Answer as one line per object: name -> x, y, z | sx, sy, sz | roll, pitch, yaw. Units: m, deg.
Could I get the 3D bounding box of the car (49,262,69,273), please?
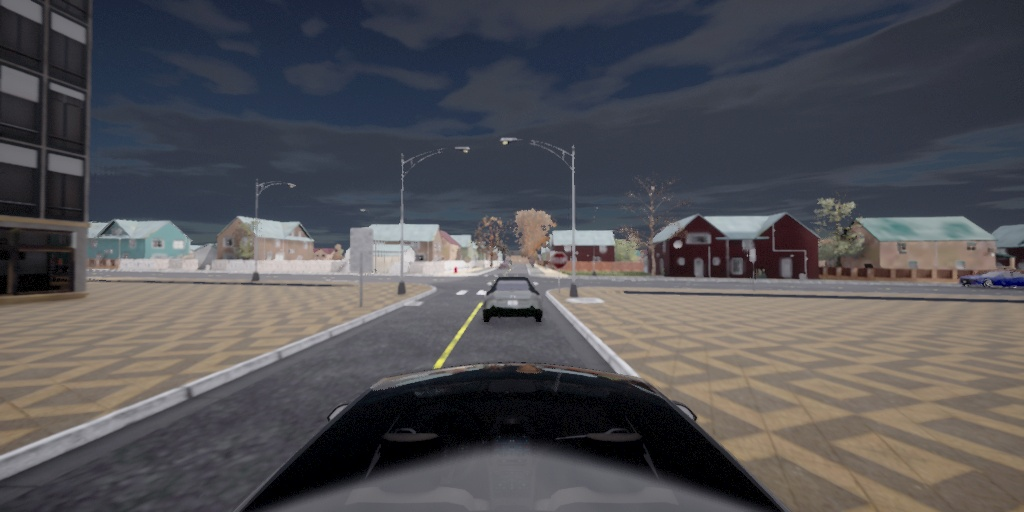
car -> -48.950, 1.204, 37.392 | 4.718, 1.301, 1.895 | 0, -1, 8

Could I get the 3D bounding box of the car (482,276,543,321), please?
car -> 0.026, 1.411, 12.903 | 1.994, 1.385, 4.181 | 0, 0, 0

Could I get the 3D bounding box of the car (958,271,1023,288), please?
car -> 42.862, 2.071, 31.623 | 5.008, 1.535, 1.882 | 1, -1, 8
